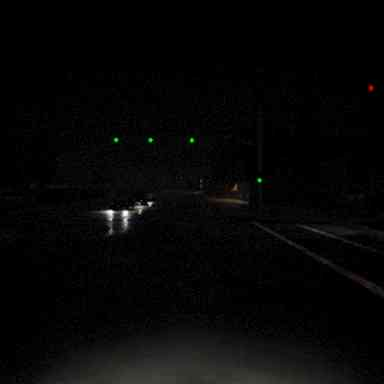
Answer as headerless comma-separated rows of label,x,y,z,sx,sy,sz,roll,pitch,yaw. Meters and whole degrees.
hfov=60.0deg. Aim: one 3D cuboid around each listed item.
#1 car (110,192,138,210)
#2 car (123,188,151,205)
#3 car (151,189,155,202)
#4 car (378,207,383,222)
car,-7.333,1.080,35.366,1.812,1.442,4.674,0,1,0
car,-7.390,0.656,45.118,2.150,2.045,5.566,0,1,0
car,-7.397,0.531,55.322,2.150,2.045,5.566,0,1,0
car,13.345,1.016,18.224,5.566,2.045,2.150,0,1,-1
